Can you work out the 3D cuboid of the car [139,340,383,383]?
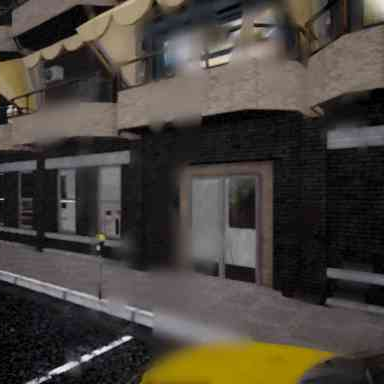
[{"bbox_3d":[1.585,1.526,1.744,4.829,1.417,1.752,0,0,36],"label":"car"}]
